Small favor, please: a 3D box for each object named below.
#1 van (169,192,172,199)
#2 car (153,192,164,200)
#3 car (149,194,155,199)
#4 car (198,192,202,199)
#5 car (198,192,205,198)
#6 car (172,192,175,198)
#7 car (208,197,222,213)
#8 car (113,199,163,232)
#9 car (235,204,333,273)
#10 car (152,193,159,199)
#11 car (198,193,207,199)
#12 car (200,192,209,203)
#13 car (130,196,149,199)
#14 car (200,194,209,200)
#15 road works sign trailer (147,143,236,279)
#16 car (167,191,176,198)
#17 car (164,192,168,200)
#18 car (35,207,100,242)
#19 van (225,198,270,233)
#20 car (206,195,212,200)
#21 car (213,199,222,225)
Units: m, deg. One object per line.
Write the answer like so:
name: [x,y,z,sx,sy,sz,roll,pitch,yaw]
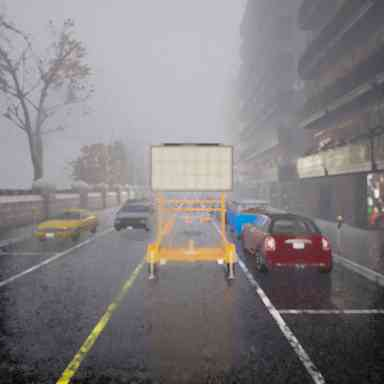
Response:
van: [-5.766,0.789,72.228,1.690,1.788,3.998,0,0,0]
car: [-5.741,1.040,49.706,1.967,1.590,4.097,0,0,0]
car: [-5.729,1.265,38.451,1.802,1.307,4.206,0,0,0]
car: [2.621,0.926,66.607,1.967,1.590,4.097,0,0,0]
car: [2.591,0.743,94.757,1.967,1.590,4.097,0,0,0]
car: [-5.778,0.939,83.490,1.947,1.339,4.313,0,0,0]
car: [2.663,1.326,27.198,2.008,1.369,4.403,0,0,0]
car: [-3.119,1.387,19.342,2.033,1.411,5.357,0,0,0]
car: [2.681,1.354,10.306,1.967,1.590,4.097,0,0,0]
car: [-5.735,1.184,44.079,1.887,1.381,4.507,0,0,0]
car: [2.603,0.939,83.499,1.947,1.339,4.313,0,0,0]
car: [2.633,1.144,55.347,1.802,1.307,4.206,0,0,0]
car: [-5.723,1.295,32.821,1.947,1.339,4.313,0,0,0]
car: [2.615,1.030,72.239,1.802,1.307,4.206,0,0,0]
road works sign trailer: [-0.010,0.383,9.745,2.380,3.560,2.880,0,0,0]
car: [-5.789,0.617,94.748,2.192,1.841,5.009,0,0,0]
car: [-5.748,0.877,55.336,2.192,1.841,5.009,0,0,0]
car: [-5.705,1.394,15.759,1.752,1.417,4.829,0,0,0]
van: [2.676,1.209,15.936,1.690,1.788,3.998,0,0,0]
car: [2.658,1.274,32.829,1.887,1.381,4.507,0,0,0]
car: [2.669,1.387,21.568,1.947,1.339,4.313,0,0,0]
